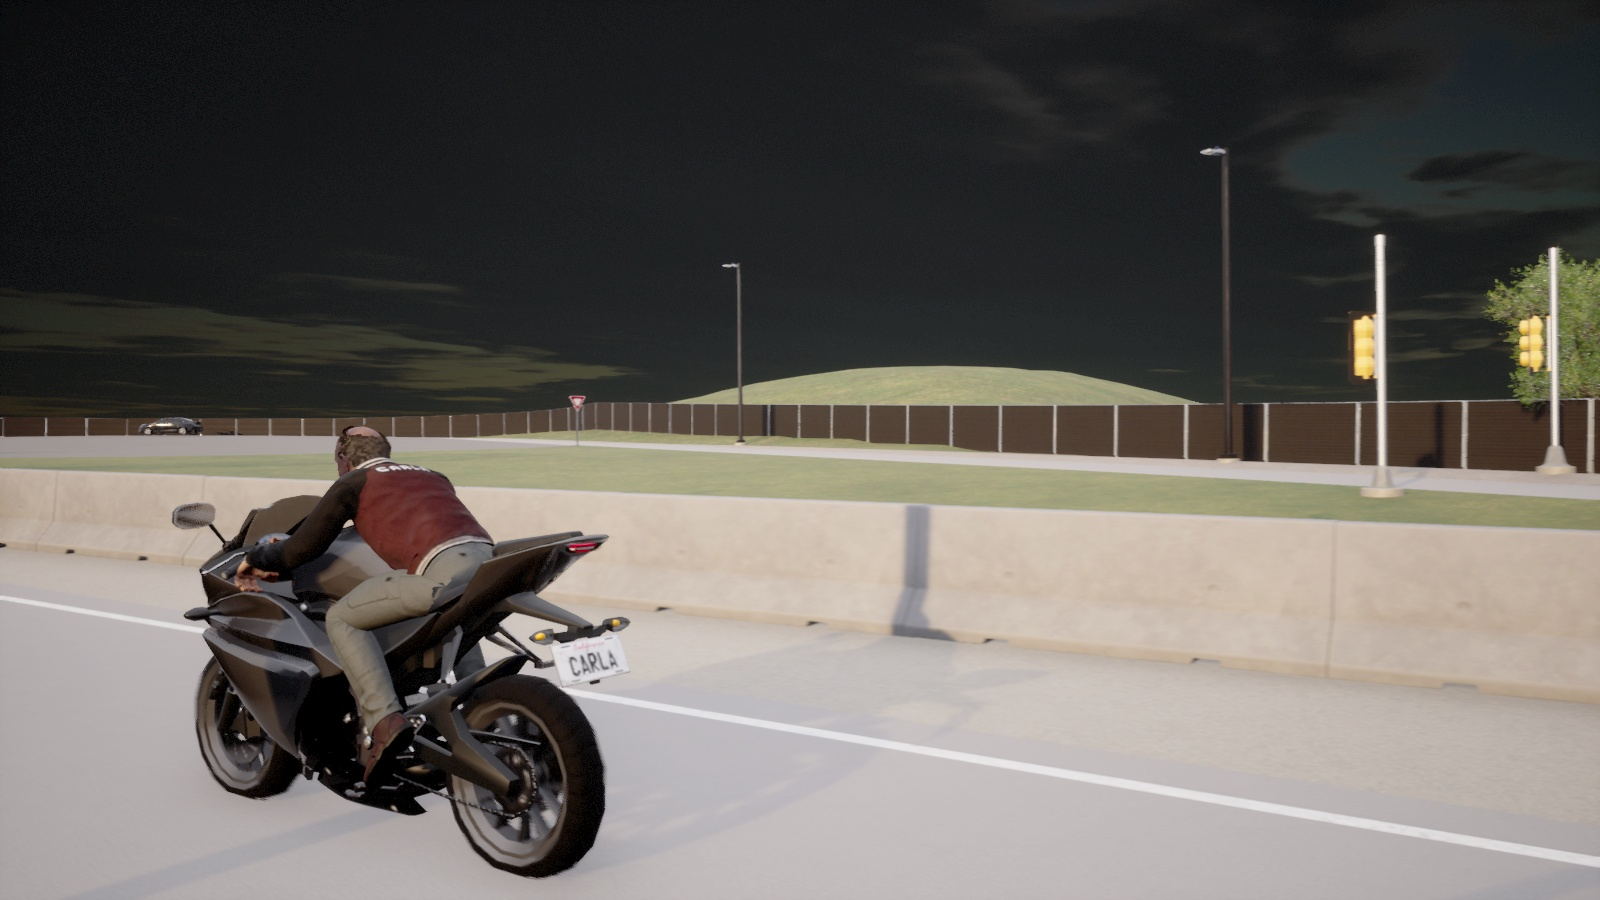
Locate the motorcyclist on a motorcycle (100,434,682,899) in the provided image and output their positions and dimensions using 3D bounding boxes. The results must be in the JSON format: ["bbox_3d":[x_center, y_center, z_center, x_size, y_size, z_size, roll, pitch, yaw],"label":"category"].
[{"bbox_3d":[-1.577,0.718,4.672,2.191,1.530,0.866,0,1,34],"label":"motorcyclist on a motorcycle"}]
